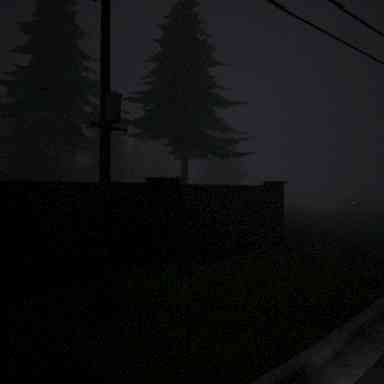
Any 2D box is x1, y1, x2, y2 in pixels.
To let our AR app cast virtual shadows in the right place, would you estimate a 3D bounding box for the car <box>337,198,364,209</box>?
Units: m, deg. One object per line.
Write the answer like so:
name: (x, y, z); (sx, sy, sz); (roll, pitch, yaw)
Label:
car: (23.255, 1.652, 48.906); (1.812, 1.442, 4.674); (0, 0, -8)
